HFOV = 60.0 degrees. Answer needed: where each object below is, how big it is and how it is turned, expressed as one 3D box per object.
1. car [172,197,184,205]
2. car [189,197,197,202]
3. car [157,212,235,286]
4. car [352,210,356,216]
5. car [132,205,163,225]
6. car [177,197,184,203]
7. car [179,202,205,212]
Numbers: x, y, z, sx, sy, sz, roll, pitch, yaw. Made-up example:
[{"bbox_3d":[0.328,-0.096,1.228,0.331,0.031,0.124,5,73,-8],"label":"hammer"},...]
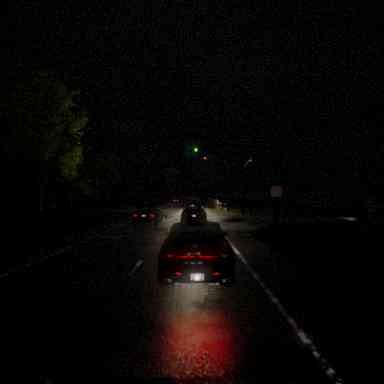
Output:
[{"bbox_3d":[-3.333,2.037,71.399,2.128,1.511,4.902,0,0,0],"label":"car"},{"bbox_3d":[0.148,2.075,81.454,1.882,1.535,5.008,0,0,0],"label":"car"},{"bbox_3d":[0.115,1.581,9.595,1.837,1.490,4.892,0,0,0],"label":"car"},{"bbox_3d":[18.940,2.082,34.460,4.181,1.385,1.994,1,-1,0],"label":"car"},{"bbox_3d":[-3.354,1.742,25.672,2.033,1.411,5.357,0,0,0],"label":"car"},{"bbox_3d":[-3.328,2.192,94.875,1.837,1.490,4.892,0,0,0],"label":"car"},{"bbox_3d":[0.148,1.768,26.869,1.994,1.385,4.181,0,0,0],"label":"car"}]
